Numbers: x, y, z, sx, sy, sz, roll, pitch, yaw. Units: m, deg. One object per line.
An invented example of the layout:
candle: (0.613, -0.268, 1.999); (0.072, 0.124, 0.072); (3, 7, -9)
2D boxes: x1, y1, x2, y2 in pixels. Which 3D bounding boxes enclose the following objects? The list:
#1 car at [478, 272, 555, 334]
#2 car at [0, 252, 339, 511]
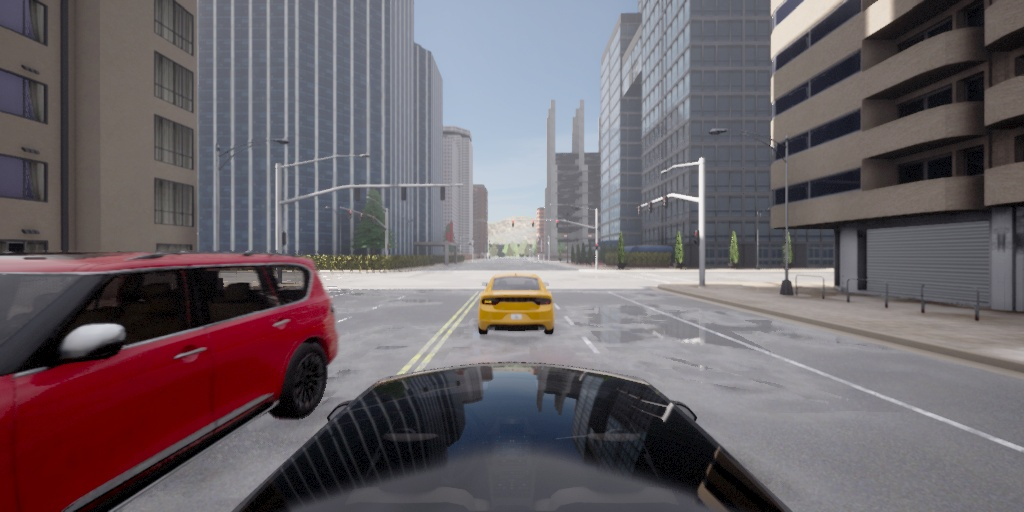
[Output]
car: (0.103, 1.215, 10.560); (1.882, 1.535, 5.008); (0, 0, 0)
car: (-3.586, 0.972, 2.956); (2.150, 2.045, 5.566); (0, 0, 0)
